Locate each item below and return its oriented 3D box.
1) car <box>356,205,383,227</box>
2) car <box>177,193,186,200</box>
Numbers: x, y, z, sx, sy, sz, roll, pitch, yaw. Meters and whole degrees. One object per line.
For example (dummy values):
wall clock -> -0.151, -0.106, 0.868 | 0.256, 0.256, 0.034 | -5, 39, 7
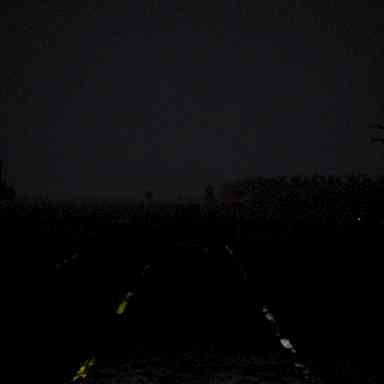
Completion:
car -> 14.153, 1.685, 23.240 | 4.892, 1.490, 1.837 | 1, 0, 1
car -> -2.457, 1.011, 75.647 | 2.033, 1.411, 5.357 | 0, 0, 0
